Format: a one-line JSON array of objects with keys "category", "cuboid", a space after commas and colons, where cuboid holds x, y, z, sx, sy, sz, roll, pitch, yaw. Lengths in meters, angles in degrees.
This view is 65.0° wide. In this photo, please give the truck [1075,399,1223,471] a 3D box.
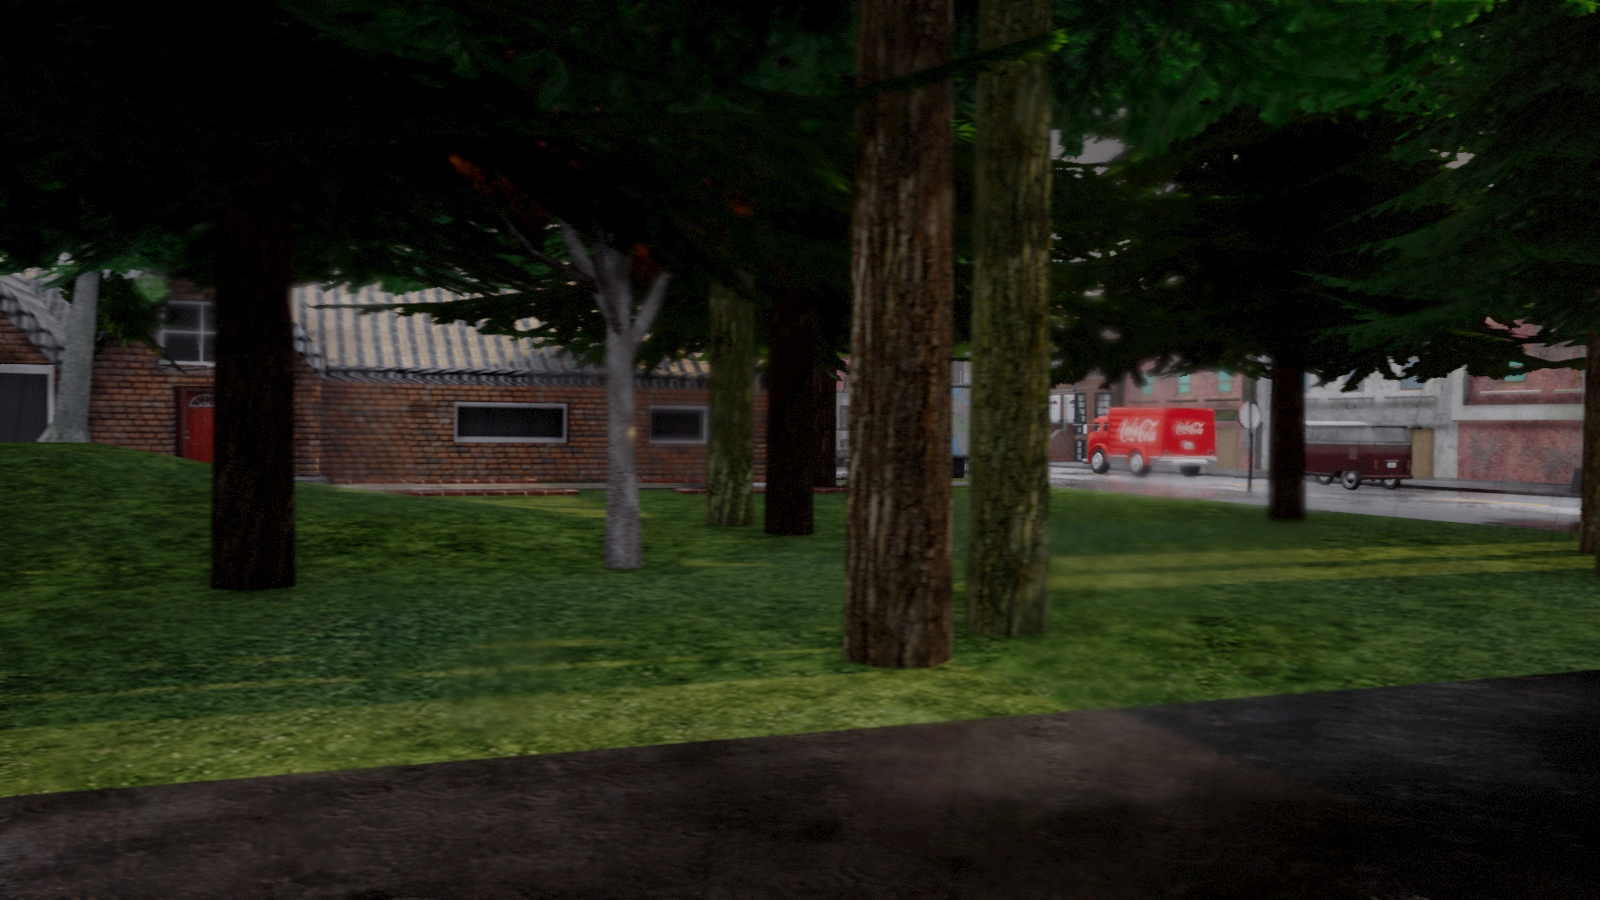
[{"category": "truck", "cuboid": [12.603, -0.570, 45.795, 2.627, 2.467, 5.204, -1, 1, -20]}]

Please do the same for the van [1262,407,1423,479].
[{"category": "van", "cuboid": [15.876, -0.224, 37.042, 1.775, 1.987, 4.442, -1, 1, -20]}]
